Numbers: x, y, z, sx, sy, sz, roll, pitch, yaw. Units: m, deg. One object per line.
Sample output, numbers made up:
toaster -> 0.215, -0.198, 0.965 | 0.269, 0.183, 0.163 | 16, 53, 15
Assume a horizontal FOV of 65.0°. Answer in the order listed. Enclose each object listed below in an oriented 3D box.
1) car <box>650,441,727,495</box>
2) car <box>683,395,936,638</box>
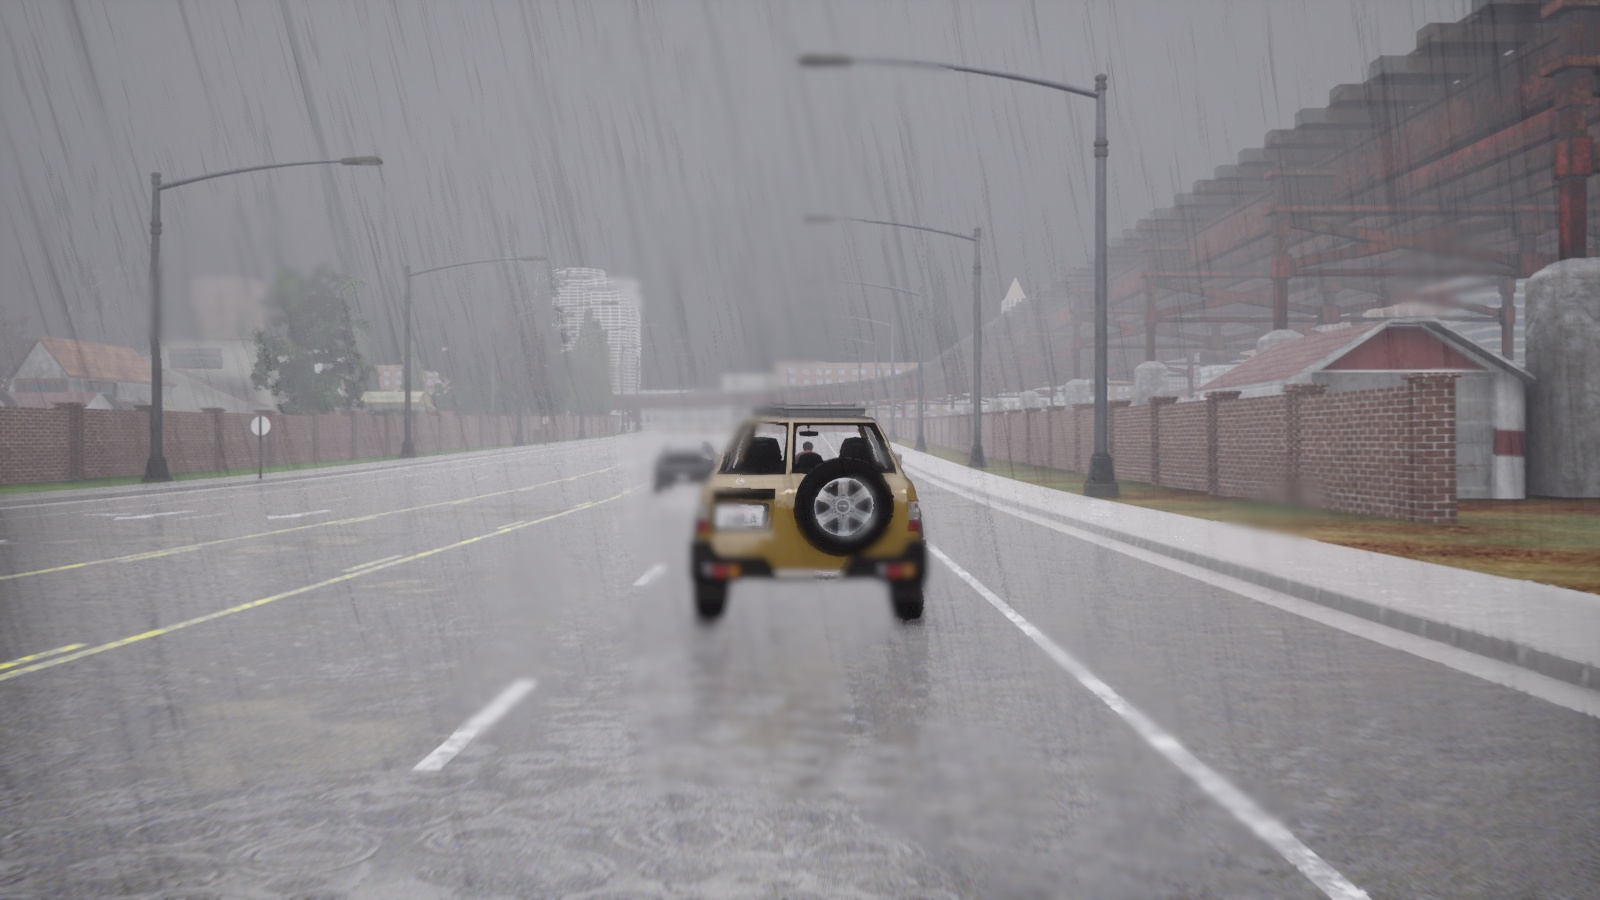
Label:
car -> -3.271, 0.485, 37.635 | 1.837, 1.490, 4.892 | 0, 1, 0
car -> 0.083, 0.496, 11.887 | 1.932, 1.855, 4.605 | 0, 0, 0
